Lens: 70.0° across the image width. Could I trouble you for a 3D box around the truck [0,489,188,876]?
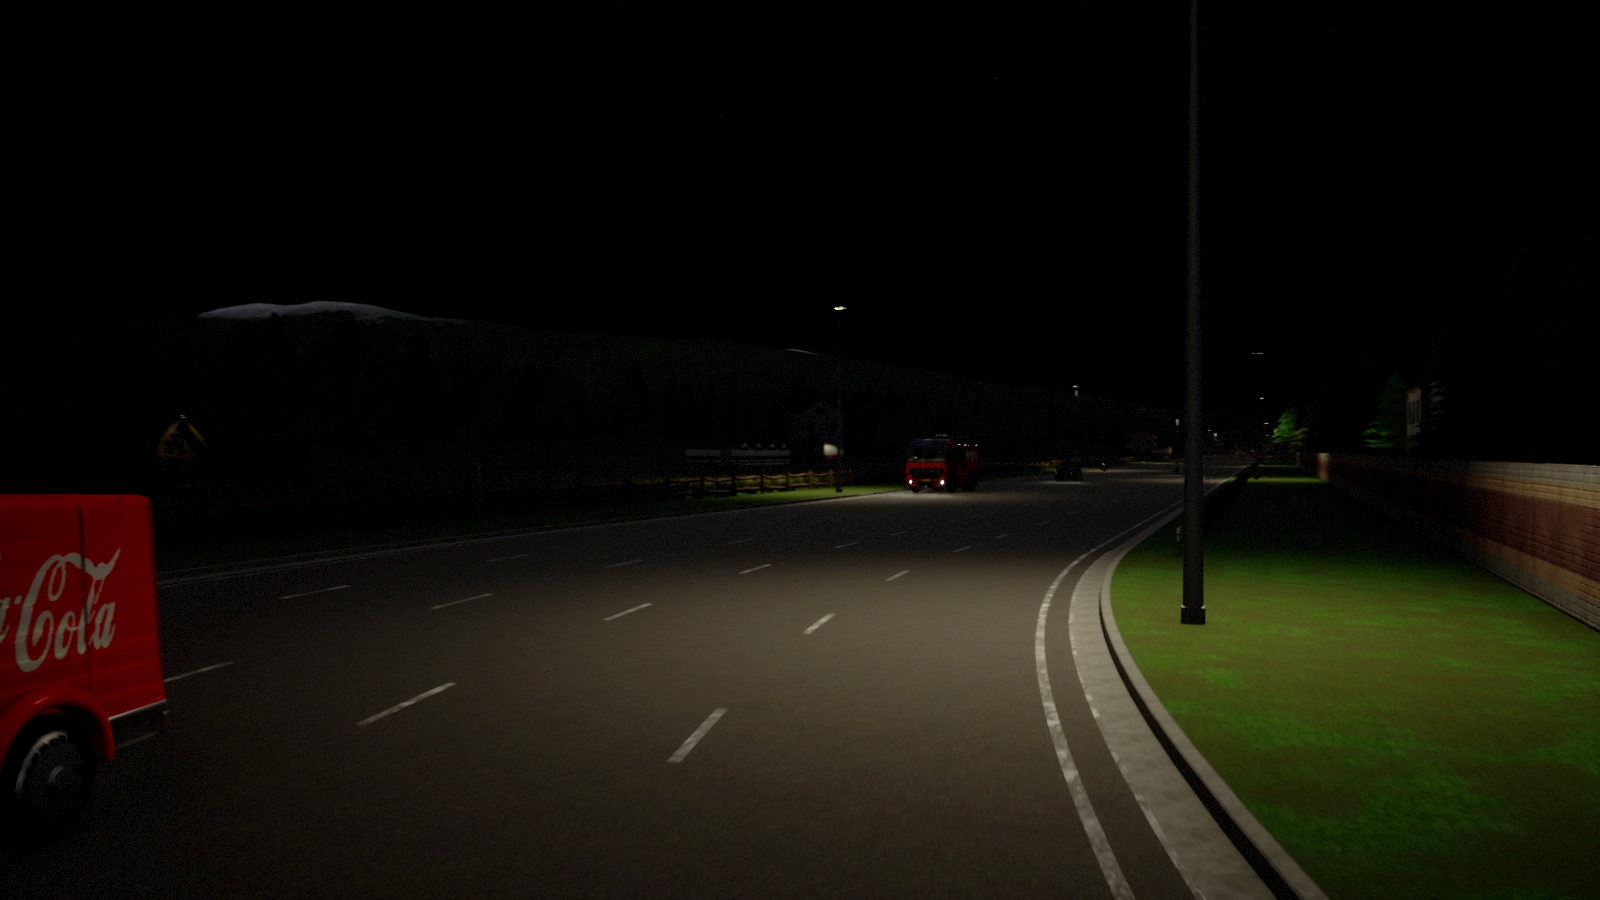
[{"bbox_3d":[-6.610,1.561,6.985,2.627,2.467,5.204,0,0,5],"label":"truck"}]
